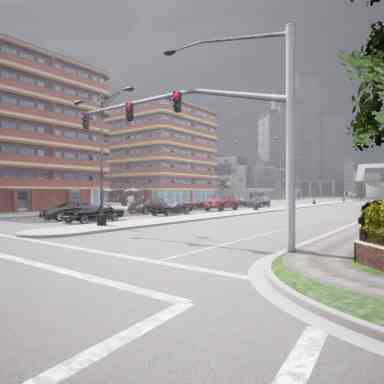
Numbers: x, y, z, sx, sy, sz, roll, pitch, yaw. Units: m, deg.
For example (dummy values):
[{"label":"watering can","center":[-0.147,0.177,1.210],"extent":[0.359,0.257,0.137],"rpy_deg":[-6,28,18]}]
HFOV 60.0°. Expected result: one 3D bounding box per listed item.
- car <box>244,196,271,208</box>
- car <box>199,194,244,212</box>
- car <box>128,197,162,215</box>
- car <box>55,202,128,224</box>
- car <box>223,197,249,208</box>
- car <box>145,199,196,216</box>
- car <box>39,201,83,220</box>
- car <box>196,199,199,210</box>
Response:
[{"label":"car","center":[9.667,1.352,48.214],"extent":[2.097,1.767,4.553],"rpy_deg":[0,0,36]},{"label":"car","center":[3.613,1.221,39.950],"extent":[2.150,2.045,5.566],"rpy_deg":[0,0,36]},{"label":"car","center":[-4.574,1.352,34.656],"extent":[2.097,1.767,4.553],"rpy_deg":[0,0,35]},{"label":"car","center":[-7.376,1.601,24.910],"extent":[1.895,1.301,4.718],"rpy_deg":[0,0,33]},{"label":"car","center":[6.734,1.526,50.131],"extent":[1.812,1.442,4.674],"rpy_deg":[0,0,36]},{"label":"car","center":[-1.964,1.599,32.306],"extent":[1.895,1.301,4.718],"rpy_deg":[0,0,36]},{"label":"car","center":[-9.979,1.505,27.245],"extent":[1.837,1.490,4.892],"rpy_deg":[0,0,36]},{"label":"car","center":[0.681,1.601,41.872],"extent":[1.895,1.301,4.718],"rpy_deg":[0,0,36]}]
